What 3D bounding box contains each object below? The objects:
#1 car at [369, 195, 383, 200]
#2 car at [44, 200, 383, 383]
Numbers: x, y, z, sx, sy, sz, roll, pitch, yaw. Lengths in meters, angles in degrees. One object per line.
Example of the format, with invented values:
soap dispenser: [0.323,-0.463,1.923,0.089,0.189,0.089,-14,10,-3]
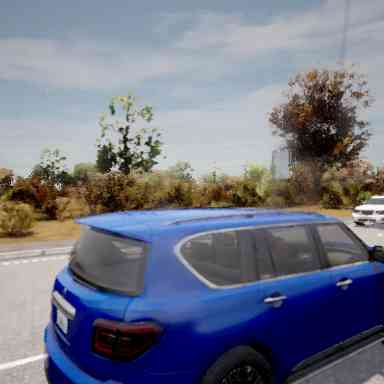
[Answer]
car: [12.991,1.245,22.205,5.566,2.045,2.150,0,0,-37]
car: [1.029,1.228,4.528,5.566,2.045,2.150,0,0,-35]
